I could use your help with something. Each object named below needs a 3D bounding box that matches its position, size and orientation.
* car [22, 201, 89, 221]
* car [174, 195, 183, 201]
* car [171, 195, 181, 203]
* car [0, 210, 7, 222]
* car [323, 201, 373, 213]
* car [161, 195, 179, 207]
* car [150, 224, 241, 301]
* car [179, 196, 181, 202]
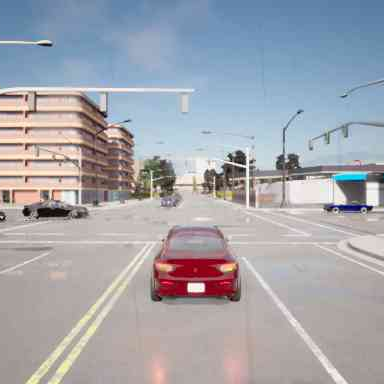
[{"bbox_3d":[-10.788,1.441,26.435,4.902,1.511,2.128,0,0,-7],"label":"car"},{"bbox_3d":[-3.504,1.510,88.949,2.128,1.511,4.902,0,0,0],"label":"car"},{"bbox_3d":[-3.504,1.525,73.999,2.128,1.511,4.902,0,0,0],"label":"car"},{"bbox_3d":[-15.202,1.435,22.562,4.892,1.490,1.837,1,0,1],"label":"car"},{"bbox_3d":[16.534,1.601,35.493,4.718,1.301,1.895,0,0,1],"label":"car"},{"bbox_3d":[-3.585,1.352,51.677,2.097,1.767,4.553,0,0,0],"label":"car"},{"bbox_3d":[0.082,1.526,8.195,1.812,1.442,4.674,0,0,0],"label":"car"},{"bbox_3d":[-3.567,1.601,61.639,1.895,1.301,4.718,0,0,0],"label":"car"}]
